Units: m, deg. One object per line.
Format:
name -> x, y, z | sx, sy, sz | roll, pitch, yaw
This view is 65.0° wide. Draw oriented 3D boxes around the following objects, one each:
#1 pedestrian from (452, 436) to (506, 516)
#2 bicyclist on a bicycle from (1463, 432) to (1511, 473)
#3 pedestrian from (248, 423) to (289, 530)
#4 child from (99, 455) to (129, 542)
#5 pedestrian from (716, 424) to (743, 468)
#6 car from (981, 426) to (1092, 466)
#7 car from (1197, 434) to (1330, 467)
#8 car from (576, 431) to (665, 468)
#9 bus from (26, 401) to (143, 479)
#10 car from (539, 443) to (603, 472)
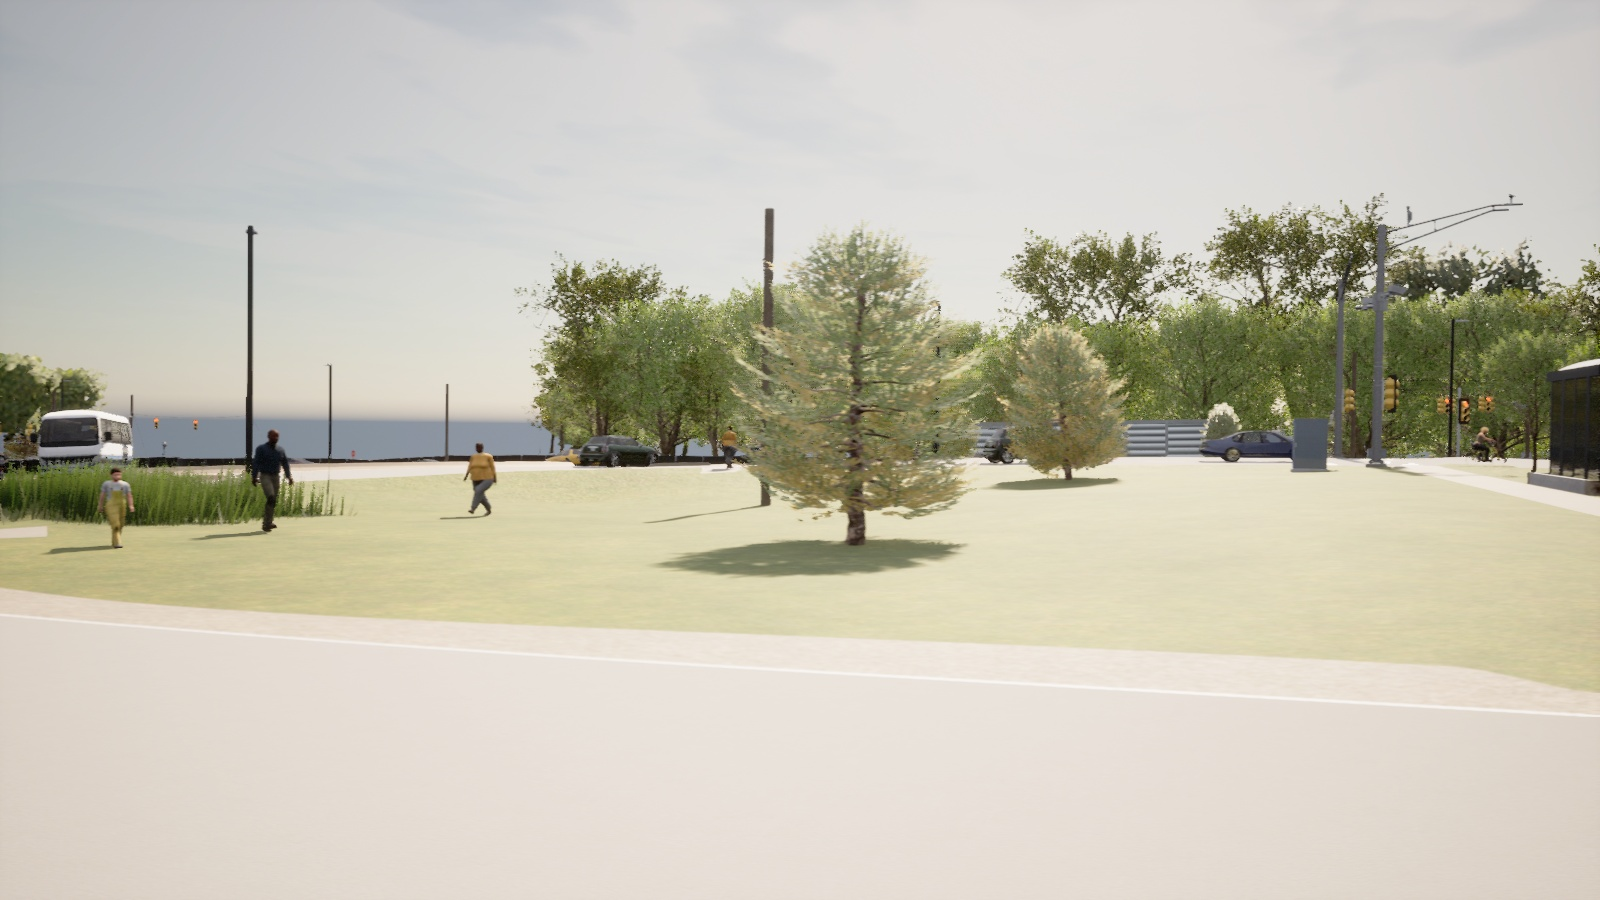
pedestrian -> -7.728, 0.608, 30.240 | 0.874, 1.855, 0.900 | 2, 1, 20
bicyclist on a bicycle -> 27.903, 0.079, 51.011 | 1.509, 1.612, 0.866 | 2, 1, 15
pedestrian -> -9.348, 0.454, 22.072 | 0.726, 1.835, 0.370 | 2, 2, 41
child -> -10.227, 0.715, 18.725 | 0.437, 1.263, 0.270 | 2, 2, 44
pedestrian -> -3.045, -0.166, 54.122 | 0.874, 1.855, 0.900 | 2, 1, 18
car -> 10.832, -0.198, 57.732 | 4.553, 1.767, 2.097 | -1, 1, -9
car -> 20.697, -0.008, 56.307 | 5.357, 1.411, 2.033 | 1, 1, 12
car -> -9.419, -0.020, 66.188 | 2.097, 1.767, 4.553 | 2, 0, 34
bus -> -42.744, -0.496, 75.463 | 3.944, 4.253, 10.273 | -3, 0, -18
car -> -15.722, 0.538, 85.966 | 1.801, 1.575, 5.366 | 7, -7, -39
